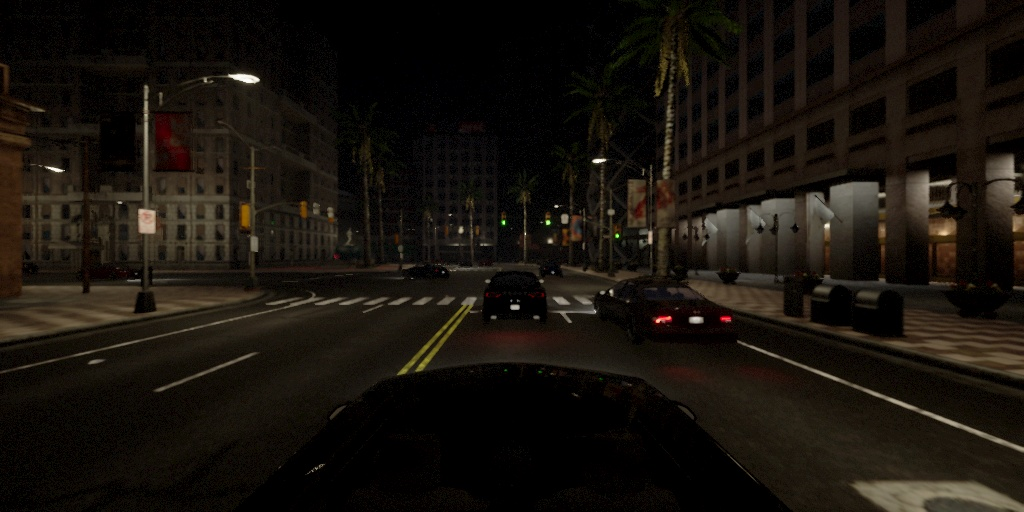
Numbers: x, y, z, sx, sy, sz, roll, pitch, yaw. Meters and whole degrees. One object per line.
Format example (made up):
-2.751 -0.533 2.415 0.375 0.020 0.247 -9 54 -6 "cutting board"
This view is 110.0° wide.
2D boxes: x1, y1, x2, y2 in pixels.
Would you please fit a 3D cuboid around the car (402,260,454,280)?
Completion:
-7.373 1.291 30.487 4.181 1.385 1.994 0 0 31 "car"

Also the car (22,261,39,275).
-51.607 1.226 36.640 4.892 1.490 1.837 0 0 -1 "car"

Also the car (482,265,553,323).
0.090 1.220 12.048 1.882 1.535 5.008 0 0 0 "car"

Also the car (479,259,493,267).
-4.559 1.179 62.715 1.882 1.535 5.008 0 0 -12 "car"

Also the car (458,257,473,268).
-7.715 1.267 60.638 1.994 1.385 4.181 0 0 -9 "car"

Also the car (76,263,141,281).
-33.027 1.291 29.608 4.181 1.385 1.994 0 0 0 "car"

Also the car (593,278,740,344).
3.587 1.291 9.478 2.033 1.411 5.357 0 0 0 "car"

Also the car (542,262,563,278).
3.601 1.250 33.740 1.812 1.442 4.674 0 0 0 "car"
